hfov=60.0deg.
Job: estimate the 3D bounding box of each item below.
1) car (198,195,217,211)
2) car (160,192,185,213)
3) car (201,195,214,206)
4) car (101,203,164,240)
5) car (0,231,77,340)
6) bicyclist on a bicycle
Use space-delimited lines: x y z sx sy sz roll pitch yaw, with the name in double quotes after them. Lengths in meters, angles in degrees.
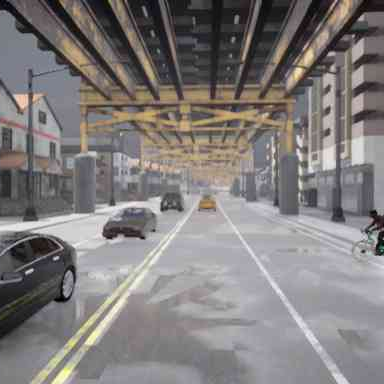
1.744 1.275 37.639 1.882 1.535 5.008 0 1 3 "car"
-1.997 1.044 35.070 2.150 2.045 5.566 0 0 3 "car"
2.238 1.160 48.590 1.837 1.490 4.892 0 1 3 "car"
-2.919 1.489 16.887 2.033 1.411 5.357 0 0 3 "car"
-3.473 1.483 5.410 1.837 1.490 4.892 0 0 2 "car"
5.788 1.370 10.301 1.656 1.620 0.582 -1 0 3 "bicyclist on a bicycle"
